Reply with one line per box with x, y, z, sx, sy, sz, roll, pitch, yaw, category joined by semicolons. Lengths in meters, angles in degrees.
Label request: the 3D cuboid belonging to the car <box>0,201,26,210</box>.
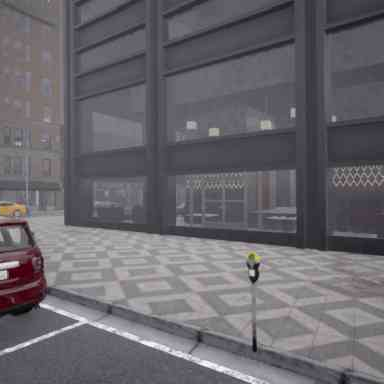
-18.286;1.641;31.184;1.882;1.535;5.008;-1;-1;36;car

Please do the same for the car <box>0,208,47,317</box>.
-4.778;1.316;6.267;5.009;1.841;2.192;0;-1;35;car
